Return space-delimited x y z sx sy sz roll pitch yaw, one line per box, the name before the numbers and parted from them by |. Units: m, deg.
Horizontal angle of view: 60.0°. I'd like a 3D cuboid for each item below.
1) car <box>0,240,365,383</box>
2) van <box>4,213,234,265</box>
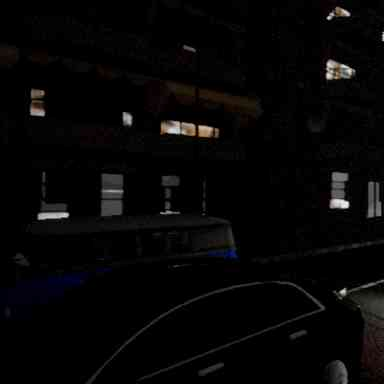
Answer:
car | -0.303 1.488 3.153 4.892 1.490 1.837 0 0 -34
van | -1.075 1.308 5.737 3.998 1.788 1.690 0 1 -34
